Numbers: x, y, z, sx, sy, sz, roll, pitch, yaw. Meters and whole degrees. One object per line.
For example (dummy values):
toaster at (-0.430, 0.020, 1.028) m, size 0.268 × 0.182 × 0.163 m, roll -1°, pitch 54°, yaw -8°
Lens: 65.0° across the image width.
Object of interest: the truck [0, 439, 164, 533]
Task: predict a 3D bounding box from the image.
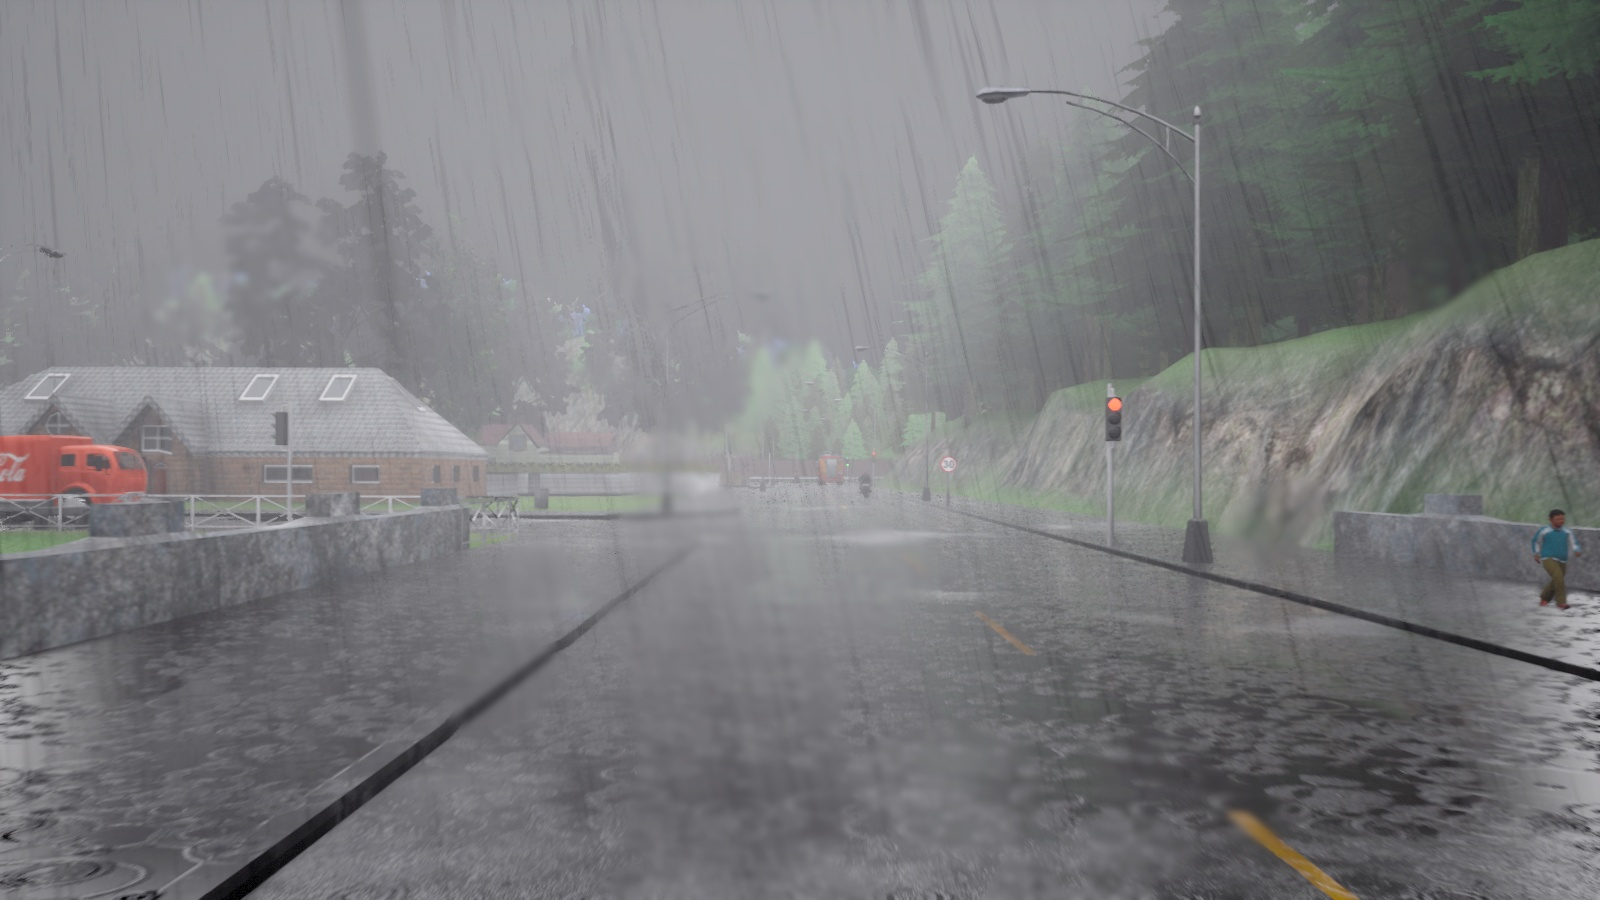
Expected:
truck at (-20.979, 1.007, 34.962) m, size 5.204 × 2.467 × 2.627 m, roll -1°, pitch -1°, yaw 0°

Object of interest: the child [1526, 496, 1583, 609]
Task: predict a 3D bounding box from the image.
child at (8.195, 1.100, 13.647) m, size 0.343 × 1.192 × 0.448 m, roll 0°, pitch -1°, yaw 1°
